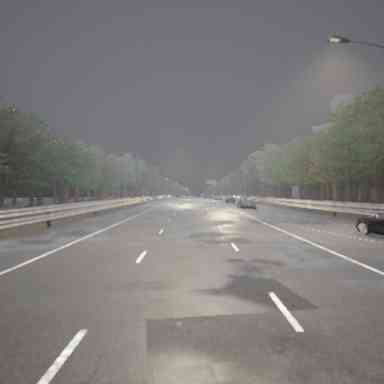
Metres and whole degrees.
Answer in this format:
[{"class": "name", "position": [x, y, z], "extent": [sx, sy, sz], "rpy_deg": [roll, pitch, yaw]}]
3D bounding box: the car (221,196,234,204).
[{"class": "car", "position": [7.026, 1.491, 62.295], "extent": [1.837, 1.490, 4.892], "rpy_deg": [0, 0, 0]}]

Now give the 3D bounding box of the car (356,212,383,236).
[{"class": "car", "position": [10.062, 1.495, 15.753], "extent": [1.882, 1.535, 5.008], "rpy_deg": [0, 0, -14]}]

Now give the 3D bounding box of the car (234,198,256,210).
[{"class": "car", "position": [7.030, 1.554, 43.246], "extent": [1.994, 1.385, 4.181], "rpy_deg": [0, 0, 0]}]

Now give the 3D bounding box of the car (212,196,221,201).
[{"class": "car", "position": [7.132, 1.691, 90.132], "extent": [1.994, 1.385, 4.181], "rpy_deg": [0, -1, 0]}]
